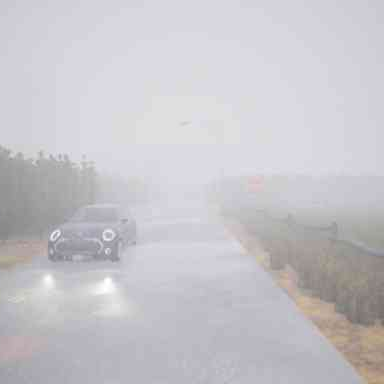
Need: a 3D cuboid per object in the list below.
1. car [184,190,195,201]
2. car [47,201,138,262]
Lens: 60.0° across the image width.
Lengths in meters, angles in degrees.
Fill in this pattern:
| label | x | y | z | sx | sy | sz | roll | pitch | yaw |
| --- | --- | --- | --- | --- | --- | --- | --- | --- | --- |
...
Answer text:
| label | x | y | z | sx | sy | sz | roll | pitch | yaw |
| --- | --- | --- | --- | --- | --- | --- | --- | --- | --- |
| car | -0.492 | 0.695 | 67.995 | 2.150 | 2.045 | 5.566 | 0 | 0 | 0 |
| car | -3.248 | 1.250 | 11.679 | 2.097 | 1.767 | 4.553 | 0 | 1 | 0 |
